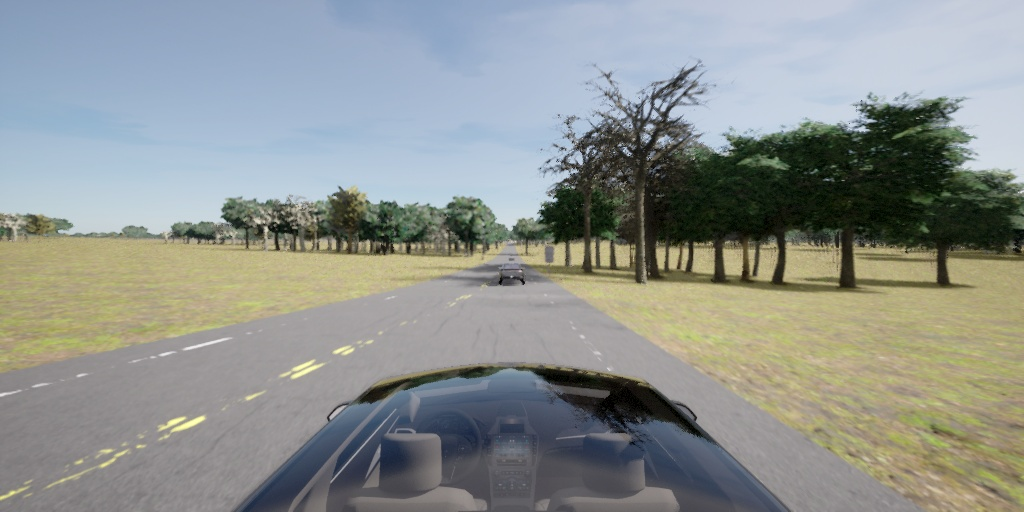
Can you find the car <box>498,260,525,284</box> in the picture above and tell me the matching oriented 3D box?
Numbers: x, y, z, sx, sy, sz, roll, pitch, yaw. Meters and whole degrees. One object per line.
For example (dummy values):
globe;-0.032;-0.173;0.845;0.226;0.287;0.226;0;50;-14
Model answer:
car;-0.018;1.269;27.654;2.128;1.511;4.902;0;0;0
